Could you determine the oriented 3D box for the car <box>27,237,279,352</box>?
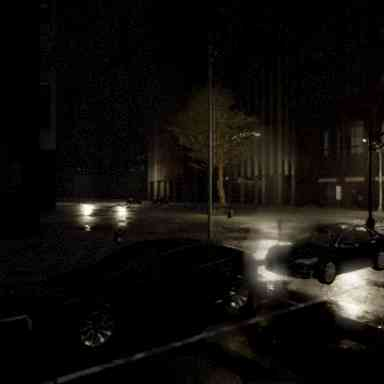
[{"bbox_3d":[-0.634,1.579,6.202,4.313,1.339,1.947,0,0,-36],"label":"car"}]

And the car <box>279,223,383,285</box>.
[{"bbox_3d":[3.953,1.589,9.478,4.403,1.369,2.008,0,0,-36],"label":"car"}]

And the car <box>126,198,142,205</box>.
[{"bbox_3d":[-12.093,1.863,68.830,1.994,1.385,4.181,0,0,-36],"label":"car"}]

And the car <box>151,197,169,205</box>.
[{"bbox_3d":[-6.490,1.788,66.599,1.837,1.490,4.892,0,0,-36],"label":"car"}]
